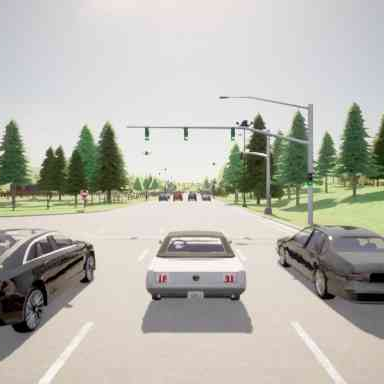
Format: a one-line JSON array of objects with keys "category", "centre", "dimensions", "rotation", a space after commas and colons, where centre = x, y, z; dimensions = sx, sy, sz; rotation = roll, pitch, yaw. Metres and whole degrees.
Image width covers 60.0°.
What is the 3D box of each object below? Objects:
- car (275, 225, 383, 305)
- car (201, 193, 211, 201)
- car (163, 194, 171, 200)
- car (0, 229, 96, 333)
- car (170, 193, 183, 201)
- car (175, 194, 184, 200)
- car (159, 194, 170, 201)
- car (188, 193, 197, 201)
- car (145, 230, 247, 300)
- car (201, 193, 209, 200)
[{"category": "car", "centre": [3.588, 1.547, 8.331], "dimensions": [2.033, 1.411, 5.357], "rotation": [0, 0, 0]}, {"category": "car", "centre": [3.576, 1.514, 80.572], "dimensions": [2.128, 1.511, 4.902], "rotation": [0, 0, 0]}, {"category": "car", "centre": [-6.914, 1.329, 91.002], "dimensions": [1.837, 1.490, 4.892], "rotation": [0, 0, 0]}, {"category": "car", "centre": [-3.423, 1.491, 6.769], "dimensions": [2.128, 1.511, 4.902], "rotation": [0, 0, 0]}, {"category": "car", "centre": [-3.424, 1.214, 80.609], "dimensions": [2.150, 2.045, 5.566], "rotation": [0, 0, 0]}, {"category": "car", "centre": [-3.414, 1.354, 90.999], "dimensions": [2.128, 1.511, 4.902], "rotation": [0, 0, 0]}, {"category": "car", "centre": [-6.924, 1.344, 80.969], "dimensions": [2.097, 1.767, 4.553], "rotation": [0, 0, 0]}, {"category": "car", "centre": [0.076, 1.214, 80.606], "dimensions": [2.150, 2.045, 5.566], "rotation": [0, 0, 0]}, {"category": "car", "centre": [0.087, 1.601, 8.306], "dimensions": [1.895, 1.301, 4.718], "rotation": [0, 0, 0]}, {"category": "car", "centre": [3.586, 1.184, 90.962], "dimensions": [2.097, 1.767, 4.553], "rotation": [0, 0, 0]}]
